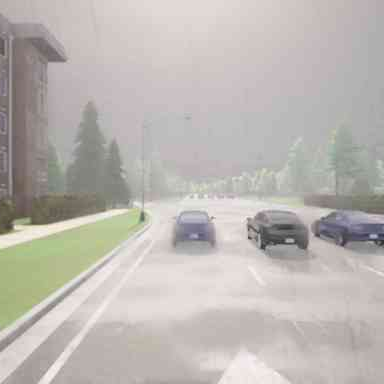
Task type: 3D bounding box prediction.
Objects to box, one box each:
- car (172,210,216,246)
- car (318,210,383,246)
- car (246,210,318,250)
[{"bbox_3d":[0.084,1.566,15.297,1.812,1.442,4.674,0,0,0],"label":"car"},{"bbox_3d":[7.084,1.566,15.267,1.812,1.442,4.674,0,0,0],"label":"car"},{"bbox_3d":[3.582,1.543,14.586,1.837,1.490,4.892,0,0,0],"label":"car"}]
